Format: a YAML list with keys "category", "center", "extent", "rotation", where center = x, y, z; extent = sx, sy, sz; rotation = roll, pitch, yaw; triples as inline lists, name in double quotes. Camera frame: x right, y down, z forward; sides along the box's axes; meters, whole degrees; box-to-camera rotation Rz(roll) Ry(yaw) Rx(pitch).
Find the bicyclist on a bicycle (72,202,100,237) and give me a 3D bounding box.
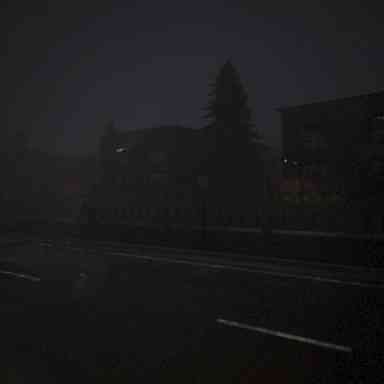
- category: "bicyclist on a bicycle"
  center: [-5.039, 1.298, 15.954]
  extent: [0.582, 1.620, 1.656]
  rotation: [-1, -1, 33]
